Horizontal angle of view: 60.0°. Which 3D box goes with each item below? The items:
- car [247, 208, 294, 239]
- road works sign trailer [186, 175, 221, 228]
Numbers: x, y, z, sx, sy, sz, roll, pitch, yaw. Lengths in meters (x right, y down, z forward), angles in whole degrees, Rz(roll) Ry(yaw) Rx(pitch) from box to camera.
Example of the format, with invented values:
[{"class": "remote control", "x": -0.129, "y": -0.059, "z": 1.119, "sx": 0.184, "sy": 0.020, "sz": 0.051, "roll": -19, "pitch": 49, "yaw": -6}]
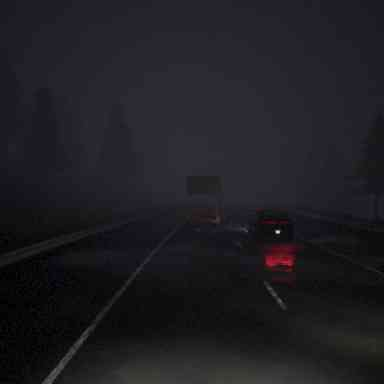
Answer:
[{"class": "car", "x": 4.183, "y": 1.637, "z": 18.091, "sx": 1.837, "sy": 1.490, "sz": 4.892, "roll": 0, "pitch": 0, "yaw": 3}, {"class": "road works sign trailer", "x": 0.847, "y": 0.631, "z": 23.592, "sx": 2.380, "sy": 3.560, "sz": 2.880, "roll": 0, "pitch": 0, "yaw": 5}]
